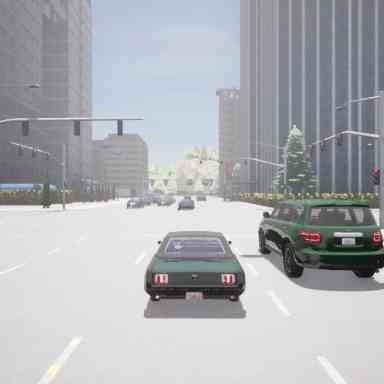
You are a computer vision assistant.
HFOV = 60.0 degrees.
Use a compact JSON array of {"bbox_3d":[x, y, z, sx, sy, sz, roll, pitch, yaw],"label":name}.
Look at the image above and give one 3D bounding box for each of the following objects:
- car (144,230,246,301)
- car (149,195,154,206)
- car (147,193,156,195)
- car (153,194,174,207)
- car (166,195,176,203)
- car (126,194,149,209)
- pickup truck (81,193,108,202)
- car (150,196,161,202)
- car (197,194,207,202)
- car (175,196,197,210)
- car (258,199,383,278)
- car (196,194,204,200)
[{"bbox_3d":[0.065,1.601,8.255,1.895,1.301,4.718,0,0,0],"label":"car"},{"bbox_3d":[-7.938,1.564,55.455,1.994,1.385,4.181,0,0,-1],"label":"car"},{"bbox_3d":[-8.036,1.221,64.937,2.150,2.045,5.566,0,0,0],"label":"car"},{"bbox_3d":[-4.393,1.491,52.207,2.128,1.511,4.902,0,0,-1],"label":"car"},{"bbox_3d":[-4.616,1.478,72.771,1.882,1.535,5.008,0,0,-1],"label":"car"},{"bbox_3d":[-7.869,1.491,46.544,2.128,1.511,4.902,0,0,1],"label":"car"},{"bbox_3d":[-21.247,1.059,73.288,2.390,2.098,6.274,0,0,30],"label":"pickup truck"},{"bbox_3d":[-8.149,1.552,74.920,1.994,1.385,4.181,0,0,-1],"label":"car"},{"bbox_3d":[2.295,1.348,78.721,2.097,1.767,4.553,0,0,-1],"label":"car"},{"bbox_3d":[-0.731,1.564,43.497,1.994,1.385,4.181,0,0,2],"label":"car"},{"bbox_3d":[3.575,1.221,10.288,2.150,2.045,5.566,0,0,0],"label":"car"},{"bbox_3d":[2.138,1.386,89.002,1.882,1.535,5.008,0,0,-1],"label":"car"}]
